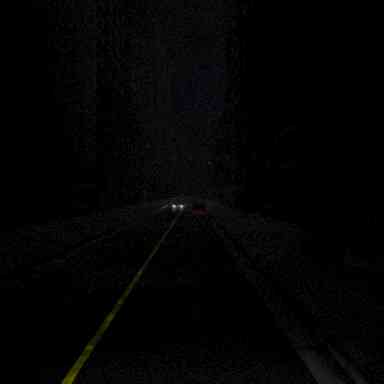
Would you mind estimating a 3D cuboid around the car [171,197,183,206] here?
[{"bbox_3d":[-3.017,2.189,71.796,1.837,1.490,4.892,0,-1,0],"label":"car"}]

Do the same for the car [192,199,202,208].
[{"bbox_3d":[0.885,2.070,62.191,1.882,1.535,5.008,0,-1,0],"label":"car"}]

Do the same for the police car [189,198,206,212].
[{"bbox_3d":[0.889,1.860,46.302,1.930,1.638,5.238,0,-1,0],"label":"police car"}]

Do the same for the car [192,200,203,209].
[{"bbox_3d":[0.887,2.058,56.191,1.812,1.442,4.674,0,-1,0],"label":"car"}]
